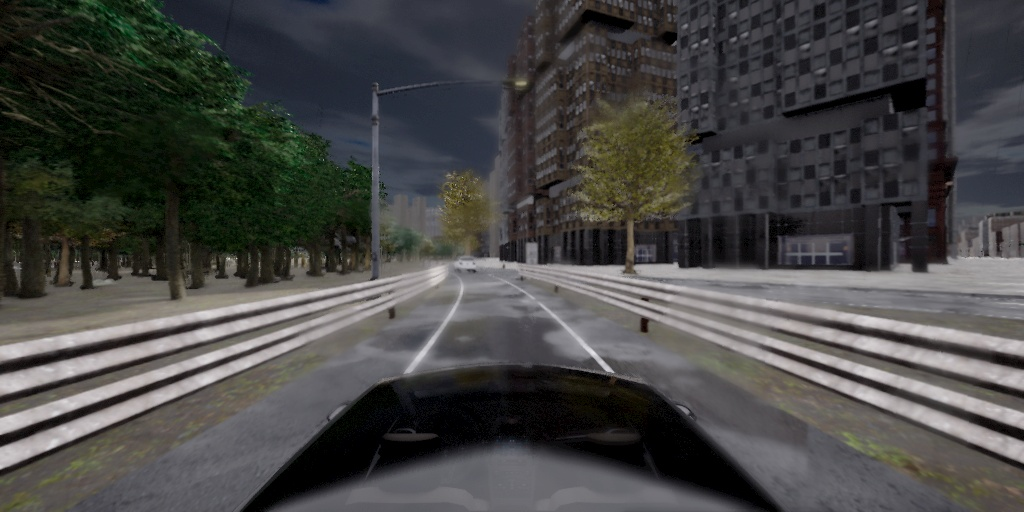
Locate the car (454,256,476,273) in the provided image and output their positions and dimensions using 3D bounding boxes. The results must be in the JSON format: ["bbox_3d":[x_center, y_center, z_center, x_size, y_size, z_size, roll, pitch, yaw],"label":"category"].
[{"bbox_3d":[-5.979,1.074,45.585,2.150,2.045,5.566,0,0,-16],"label":"car"}]
